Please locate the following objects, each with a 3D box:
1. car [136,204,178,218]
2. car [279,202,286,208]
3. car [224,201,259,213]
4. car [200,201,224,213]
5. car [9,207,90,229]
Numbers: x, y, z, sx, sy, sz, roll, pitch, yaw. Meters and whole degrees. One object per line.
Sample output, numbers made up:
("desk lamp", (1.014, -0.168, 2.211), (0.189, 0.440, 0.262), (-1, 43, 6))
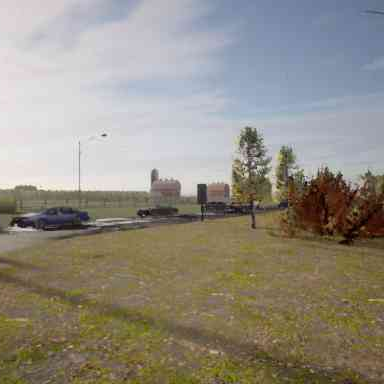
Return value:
("car", (-3.396, 1.887, 33.181), (1.895, 1.301, 4.718), (-1, -1, 32))
("car", (17.264, 1.756, 59.546), (2.150, 2.045, 5.566), (-1, -1, 32))
("car", (6.298, 1.834, 41.734), (1.837, 1.490, 4.892), (-1, -1, 32))
("car", (2.840, 1.904, 43.161), (1.837, 1.490, 4.892), (-1, -1, 32))
("car", (-9.681, 1.725, 23.200), (2.033, 1.411, 5.357), (-1, -1, 32))
